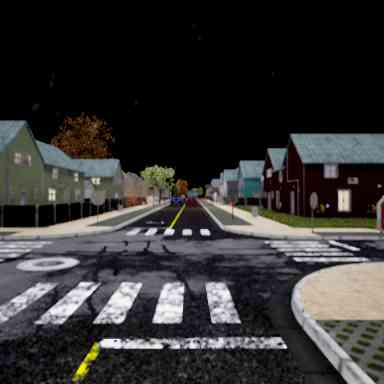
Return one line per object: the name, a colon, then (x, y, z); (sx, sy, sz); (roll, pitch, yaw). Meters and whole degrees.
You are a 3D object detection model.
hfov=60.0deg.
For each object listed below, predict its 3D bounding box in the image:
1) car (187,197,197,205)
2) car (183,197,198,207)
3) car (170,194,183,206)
car: (-0.007, 1.813, 67.016); (1.812, 1.442, 4.674); (0, 0, 0)
car: (-0.007, 1.564, 56.983); (2.097, 1.767, 4.553); (0, 0, 0)
car: (-2.756, 1.463, 61.155); (2.150, 2.045, 5.566); (0, 0, 0)
